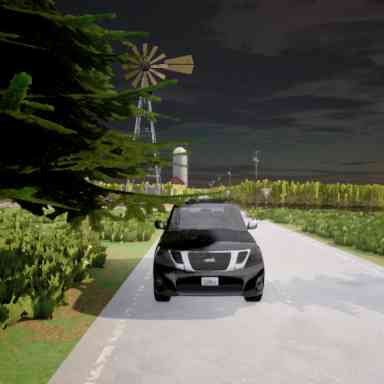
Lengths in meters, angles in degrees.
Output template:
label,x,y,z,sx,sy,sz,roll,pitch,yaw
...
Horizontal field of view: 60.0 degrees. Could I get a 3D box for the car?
label,x,y,z,sx,sy,sz,roll,pitch,yaw
car,0.333,1.220,8.623,2.150,2.045,5.566,0,0,0
